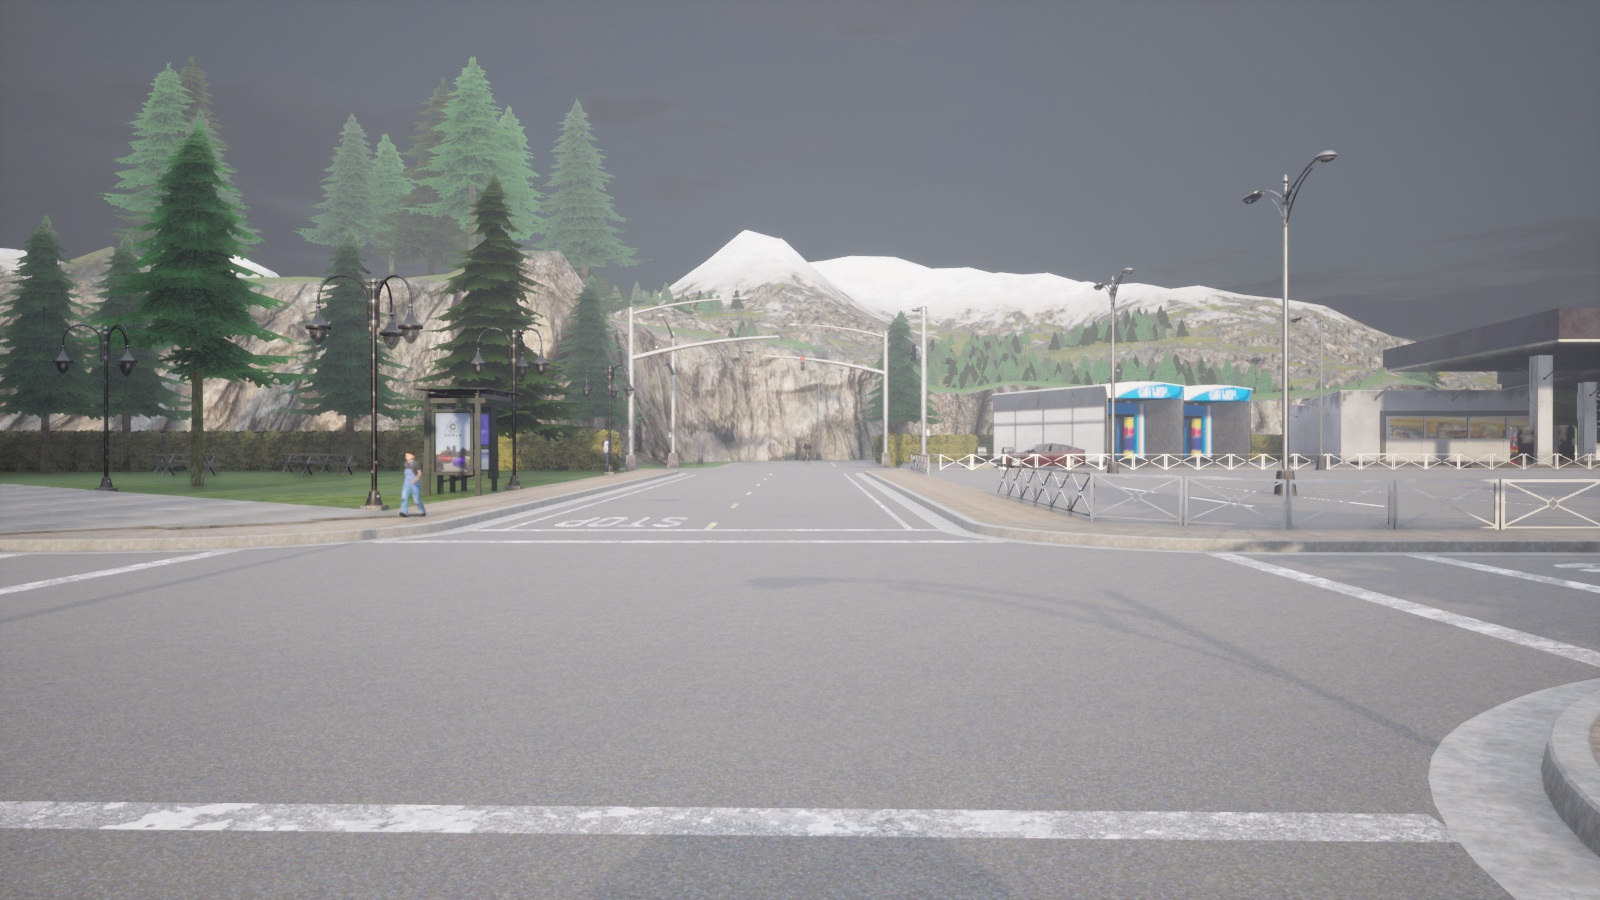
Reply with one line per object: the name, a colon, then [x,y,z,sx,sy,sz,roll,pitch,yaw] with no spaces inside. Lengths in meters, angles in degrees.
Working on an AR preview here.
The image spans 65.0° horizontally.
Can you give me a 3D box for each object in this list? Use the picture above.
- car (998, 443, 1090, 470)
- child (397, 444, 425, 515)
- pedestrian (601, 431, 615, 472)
car: [13.670,0.366,70.539,4.792,1.488,2.163,0,0,1]
child: [-6.928,0.518,22.359,0.270,1.263,0.437,0,0,17]
pedestrian: [-8.648,0.081,56.502,0.354,1.836,0.706,0,0,-38]
